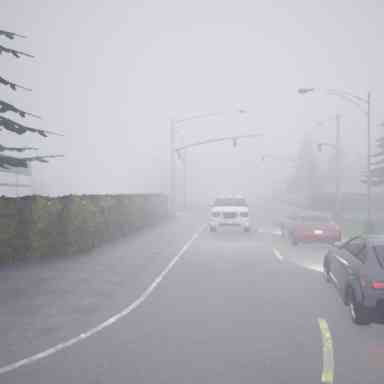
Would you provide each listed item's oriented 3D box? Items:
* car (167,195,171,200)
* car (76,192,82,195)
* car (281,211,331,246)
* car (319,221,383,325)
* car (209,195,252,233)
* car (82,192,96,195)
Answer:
[{"bbox_3d":[-4.948,1.323,75.634,1.845,1.501,3.633,0,0,7],"label":"car"},{"bbox_3d":[-26.288,1.034,78.178,1.905,1.878,3.866,0,0,7],"label":"car"},{"bbox_3d":[5.277,1.551,15.143,1.994,1.385,4.181,0,0,8],"label":"car"},{"bbox_3d":[4.002,1.557,6.830,1.994,1.385,4.181,0,0,14],"label":"car"},{"bbox_3d":[2.298,1.200,19.913,2.150,2.045,5.566,0,0,7],"label":"car"},{"bbox_3d":[-23.354,1.053,78.206,1.932,1.855,4.605,0,0,7],"label":"car"}]
